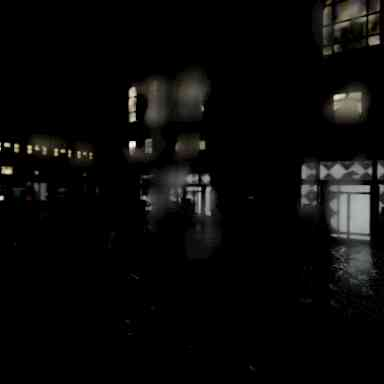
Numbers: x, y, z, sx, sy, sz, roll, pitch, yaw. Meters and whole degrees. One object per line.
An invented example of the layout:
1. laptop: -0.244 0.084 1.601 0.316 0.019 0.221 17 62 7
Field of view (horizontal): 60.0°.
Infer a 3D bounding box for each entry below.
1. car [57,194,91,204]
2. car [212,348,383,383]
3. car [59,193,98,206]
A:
1. car: -18.087 0.979 51.164 1.752 1.417 4.829 1 0 35
2. car: 1.881 1.578 1.531 4.313 1.339 1.947 1 1 36
3. car: -14.278 1.107 41.932 1.887 1.381 4.507 1 0 35
